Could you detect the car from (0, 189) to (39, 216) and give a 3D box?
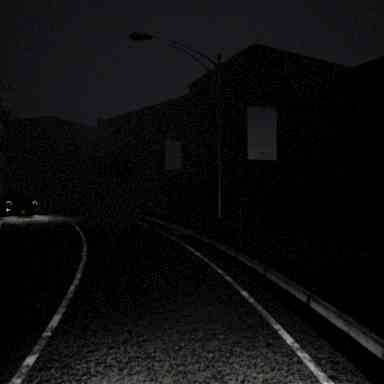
[{"bbox_3d":[-12.681,0.718,23.951,2.097,1.767,4.553,-1,2,-40],"label":"car"}]
